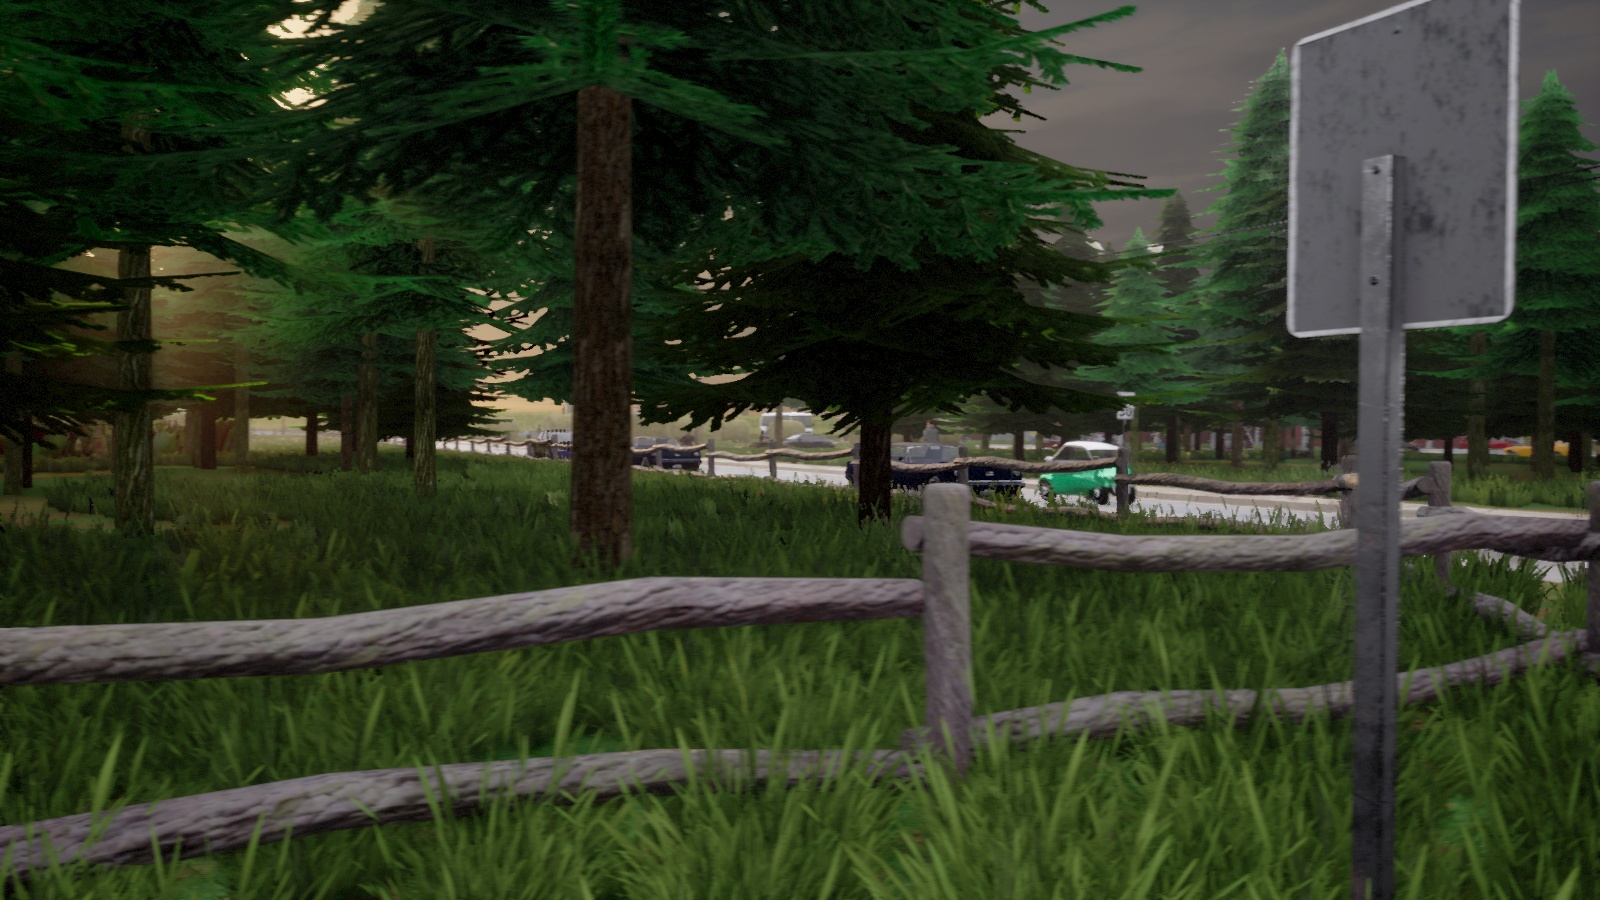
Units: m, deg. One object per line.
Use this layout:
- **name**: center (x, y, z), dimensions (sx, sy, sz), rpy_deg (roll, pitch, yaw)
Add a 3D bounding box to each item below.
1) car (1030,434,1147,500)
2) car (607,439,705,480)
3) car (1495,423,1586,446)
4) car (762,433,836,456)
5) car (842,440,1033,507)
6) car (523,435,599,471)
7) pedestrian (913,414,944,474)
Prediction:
- **car**: center (6.401, 0.348, 28.031), dimensions (1.481, 1.376, 2.207), rpy_deg (-1, 1, -26)
- **car**: center (-5.063, 0.299, 43.597), dimensions (1.895, 1.301, 4.718), rpy_deg (-1, 1, -26)
- **car**: center (49.447, -1.029, 83.997), dimensions (1.882, 1.535, 5.008), rpy_deg (-1, 1, -28)
- **car**: center (-0.074, -0.395, 84.286), dimensions (4.674, 1.442, 1.812), rpy_deg (-1, 1, -27)
- **car**: center (2.866, 0.445, 27.277), dimensions (1.895, 1.301, 4.718), rpy_deg (-1, 1, -26)
- **car**: center (-10.516, 0.088, 54.935), dimensions (2.163, 1.488, 4.792), rpy_deg (-1, 1, -25)
- **pedestrian**: center (4.247, -0.215, 41.521), dimensions (0.659, 1.952, 0.873), rpy_deg (-1, 1, -26)
